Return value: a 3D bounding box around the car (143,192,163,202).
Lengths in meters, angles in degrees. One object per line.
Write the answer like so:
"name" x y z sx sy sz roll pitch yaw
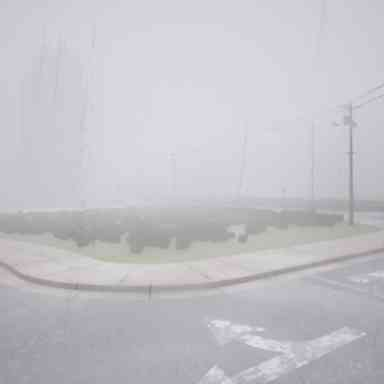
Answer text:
"car" -8.116 1.020 68.450 2.150 2.045 5.566 0 0 -35
